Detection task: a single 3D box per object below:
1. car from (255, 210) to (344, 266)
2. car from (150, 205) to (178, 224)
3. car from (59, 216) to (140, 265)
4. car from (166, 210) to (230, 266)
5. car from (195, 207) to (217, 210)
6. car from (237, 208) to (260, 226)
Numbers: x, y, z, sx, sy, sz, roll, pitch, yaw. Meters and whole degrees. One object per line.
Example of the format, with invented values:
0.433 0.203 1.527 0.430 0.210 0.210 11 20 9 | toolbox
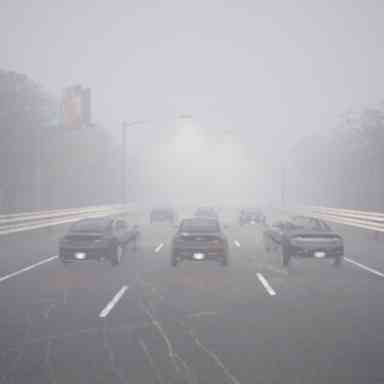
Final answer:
3.813 1.634 12.074 2.128 1.511 4.902 0 -1 3 | car
-2.272 1.806 28.373 1.882 1.535 5.008 0 0 5 | car
-3.186 1.646 12.258 1.837 1.490 4.892 0 0 3 | car
0.315 1.647 12.191 1.837 1.490 4.892 0 0 3 | car
1.145 1.882 27.237 1.994 1.385 4.181 0 -1 5 | car
4.559 1.907 26.113 1.895 1.301 4.718 0 -1 5 | car
